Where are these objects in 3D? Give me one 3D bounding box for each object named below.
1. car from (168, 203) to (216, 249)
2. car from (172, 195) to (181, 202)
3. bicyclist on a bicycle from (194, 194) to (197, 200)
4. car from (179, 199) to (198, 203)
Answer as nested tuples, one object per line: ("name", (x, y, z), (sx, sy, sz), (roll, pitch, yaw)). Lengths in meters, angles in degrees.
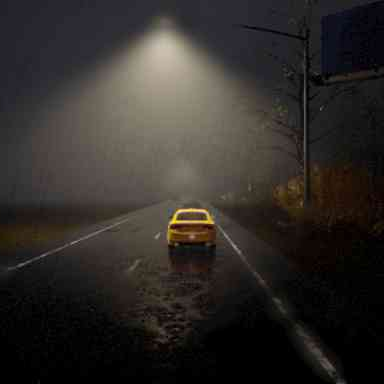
("car", (0.000, 1.484, 14.650), (1.882, 1.535, 5.008), (0, 0, 0))
("car", (-3.500, 1.440, 75.975), (1.837, 1.490, 4.892), (0, 0, 0))
("bicyclist on a bicycle", (0.964, 1.452, 95.105), (0.582, 1.620, 1.656), (0, 0, 0))
("car", (0.000, 1.572, 29.650), (1.994, 1.385, 4.181), (0, 0, 0))
